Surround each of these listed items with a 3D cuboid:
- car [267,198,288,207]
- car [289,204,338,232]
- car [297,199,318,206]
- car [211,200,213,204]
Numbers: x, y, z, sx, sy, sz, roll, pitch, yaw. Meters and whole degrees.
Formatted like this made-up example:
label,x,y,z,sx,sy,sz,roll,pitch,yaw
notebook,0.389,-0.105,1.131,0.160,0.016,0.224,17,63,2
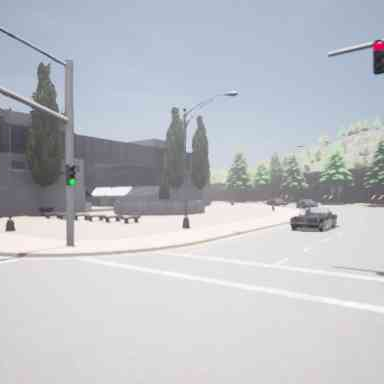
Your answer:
label,x,y,z,sx,sy,sz,roll,pitch,yaw
car,14.646,1.780,57.382,1.812,1.442,4.674,0,0,-17
car,7.651,1.669,20.739,1.895,1.301,4.718,-1,0,35
car,16.210,1.692,46.777,1.812,1.442,4.674,0,0,-2
car,2.508,1.981,76.512,5.008,1.535,1.882,-1,-1,40
